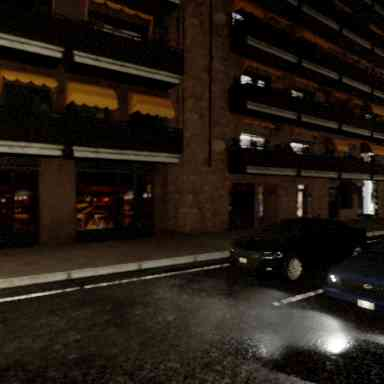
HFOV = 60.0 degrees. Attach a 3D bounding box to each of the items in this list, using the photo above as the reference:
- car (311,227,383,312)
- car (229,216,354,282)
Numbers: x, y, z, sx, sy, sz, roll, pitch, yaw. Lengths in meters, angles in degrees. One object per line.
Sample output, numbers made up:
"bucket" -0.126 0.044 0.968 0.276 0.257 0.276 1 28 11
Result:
"car" 5.193 1.599 7.377 5.357 1.411 2.033 1 0 -36
"car" 3.336 1.508 10.055 5.008 1.535 1.882 1 0 -36
